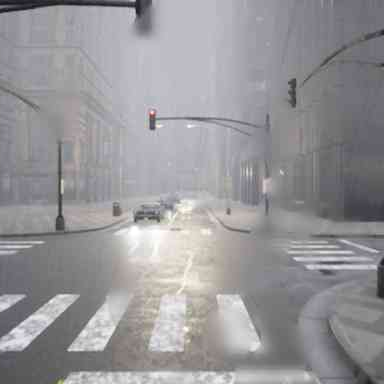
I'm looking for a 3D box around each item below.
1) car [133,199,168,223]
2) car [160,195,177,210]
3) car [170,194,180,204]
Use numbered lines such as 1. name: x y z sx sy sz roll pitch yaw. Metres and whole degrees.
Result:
1. car: -3.093 1.468 24.534 1.895 1.301 4.718 0 0 0
2. car: -3.091 1.360 37.941 1.994 1.385 4.181 0 0 -1
3. car: -3.034 1.059 55.350 2.097 1.767 4.553 0 0 1
